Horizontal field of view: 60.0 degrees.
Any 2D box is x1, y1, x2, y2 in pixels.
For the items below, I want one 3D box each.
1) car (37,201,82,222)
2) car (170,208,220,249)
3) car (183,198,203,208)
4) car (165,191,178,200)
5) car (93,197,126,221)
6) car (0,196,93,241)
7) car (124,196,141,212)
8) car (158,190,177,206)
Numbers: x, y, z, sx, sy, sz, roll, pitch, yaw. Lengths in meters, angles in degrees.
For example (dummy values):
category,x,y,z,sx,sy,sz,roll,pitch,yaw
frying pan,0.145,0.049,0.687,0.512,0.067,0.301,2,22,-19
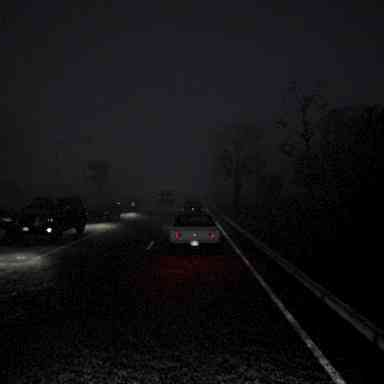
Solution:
category,x,y,z,sx,sy,sz,roll,pitch,yaw
car,-10.575,1.522,27.026,1.812,1.442,4.674,0,0,0
car,0.103,1.599,14.452,1.895,1.301,4.718,0,0,0
car,0.107,1.436,35.950,1.837,1.490,4.892,0,1,0
car,-3.488,0.577,56.414,1.895,1.301,4.718,0,3,0
car,-7.081,1.474,27.036,1.882,1.535,5.008,0,0,0
car,-7.099,1.219,16.957,2.150,2.045,5.566,0,0,0
car,-7.013,1.247,37.143,2.097,1.767,4.553,0,2,0
car,-3.491,0.738,45.973,2.150,2.045,5.566,0,3,0
